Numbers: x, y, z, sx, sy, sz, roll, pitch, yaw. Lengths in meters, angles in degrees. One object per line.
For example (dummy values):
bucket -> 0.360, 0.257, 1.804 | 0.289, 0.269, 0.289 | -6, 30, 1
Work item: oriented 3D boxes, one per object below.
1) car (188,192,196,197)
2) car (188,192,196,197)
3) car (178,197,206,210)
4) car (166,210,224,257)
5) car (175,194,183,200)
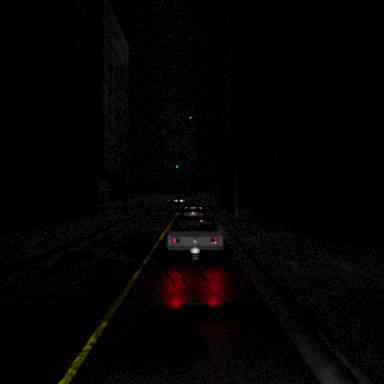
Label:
car -> 0.023, 0.699, 93.752 | 2.128, 1.511, 4.902 | 0, 1, 0
car -> 0.020, 0.828, 83.721 | 2.097, 1.767, 4.553 | 0, 1, 0
car -> 0.139, 1.446, 28.125 | 2.128, 1.511, 4.902 | 0, 0, 1
car -> 0.104, 1.584, 12.850 | 1.895, 1.301, 4.718 | 0, 0, 0
car -> -2.981, 1.116, 76.894 | 2.033, 1.411, 5.357 | 0, 1, 0
